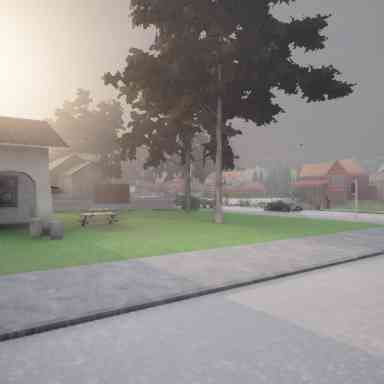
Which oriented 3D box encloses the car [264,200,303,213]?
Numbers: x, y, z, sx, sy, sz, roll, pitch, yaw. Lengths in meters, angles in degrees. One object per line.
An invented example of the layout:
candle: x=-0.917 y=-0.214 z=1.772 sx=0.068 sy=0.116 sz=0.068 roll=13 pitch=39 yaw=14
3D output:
car: x=9.967 y=1.564 z=36.376 sx=1.994 sy=1.385 sz=4.181 roll=0 pitch=0 yaw=-36

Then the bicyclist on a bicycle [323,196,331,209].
bicyclist on a bicycle: x=16.758 y=1.349 z=41.316 sx=1.656 sy=1.620 sz=0.582 roll=0 pitch=0 yaw=-36

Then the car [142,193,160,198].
car: x=-8.402 y=1.222 z=69.123 sx=2.150 sy=2.045 sz=5.566 roll=0 pitch=0 yaw=-36

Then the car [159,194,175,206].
car: x=-2.969 y=1.477 z=54.439 sx=1.882 sy=1.535 sz=5.008 roll=0 pitch=0 yaw=-35

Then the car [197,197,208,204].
car: x=0.652 y=1.547 z=56.531 sx=2.033 sy=1.411 sz=5.357 roll=0 pitch=0 yaw=-36
